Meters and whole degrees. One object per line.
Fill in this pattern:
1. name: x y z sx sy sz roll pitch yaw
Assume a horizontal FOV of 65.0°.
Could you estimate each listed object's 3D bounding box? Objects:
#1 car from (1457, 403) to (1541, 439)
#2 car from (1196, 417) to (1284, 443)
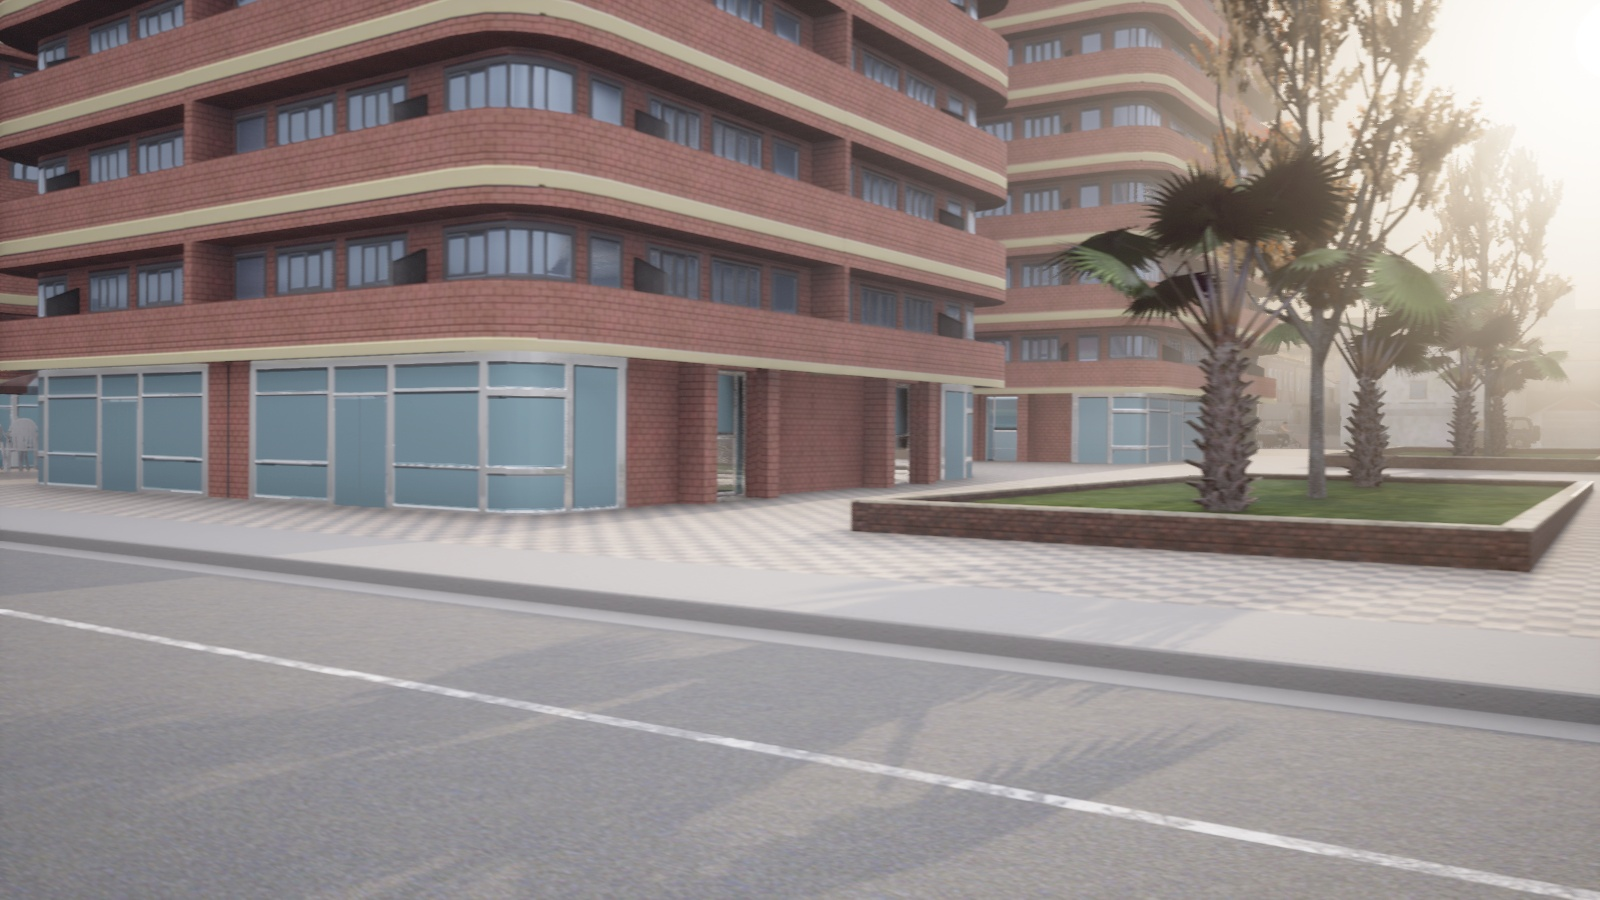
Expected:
1. car: 37.931 -1.576 68.164 3.866 1.878 1.905 0 1 34
2. car: 27.730 -1.241 79.226 4.892 1.490 1.837 -1 0 34
